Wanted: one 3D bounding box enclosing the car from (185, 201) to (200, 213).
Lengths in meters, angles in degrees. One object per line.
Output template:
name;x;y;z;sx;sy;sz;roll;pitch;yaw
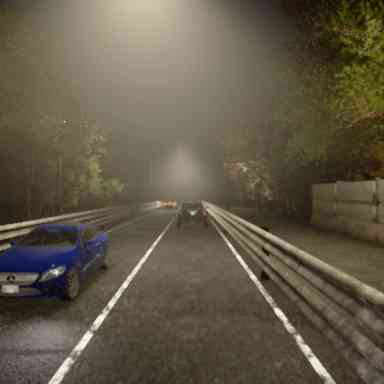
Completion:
car;0.091;1.853;42.407;1.837;1.490;4.892;0;-1;0

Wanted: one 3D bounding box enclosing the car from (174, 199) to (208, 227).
car;0.055;1.459;23.959;2.097;1.767;4.553;0;-1;0

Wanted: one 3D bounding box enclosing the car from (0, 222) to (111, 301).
car;-3.350;1.538;8.464;1.812;1.442;4.674;0;0;0

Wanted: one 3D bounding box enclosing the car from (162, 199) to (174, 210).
car;-3.325;1.850;50.579;2.097;1.767;4.553;0;-1;0
